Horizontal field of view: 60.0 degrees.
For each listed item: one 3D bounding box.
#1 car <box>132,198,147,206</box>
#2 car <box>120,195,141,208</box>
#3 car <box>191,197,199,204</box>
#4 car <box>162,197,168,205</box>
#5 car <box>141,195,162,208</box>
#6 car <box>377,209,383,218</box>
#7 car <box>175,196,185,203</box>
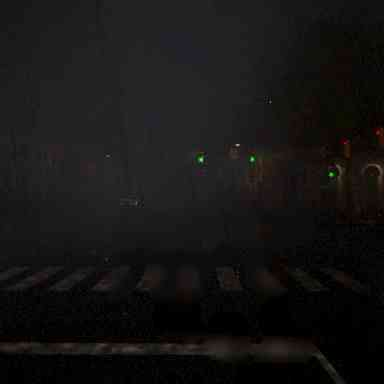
[{"bbox_3d":[-10.125,1.945,64.685,2.033,1.411,5.357,0,0,2],"label":"car"},{"bbox_3d":[-10.276,1.557,54.454,2.150,2.045,5.566,0,0,0],"label":"car"},{"bbox_3d":[0.633,1.932,78.198,2.128,1.511,4.902,0,0,1],"label":"car"},{"bbox_3d":[-6.595,1.898,65.995,2.128,1.511,4.902,0,0,1],"label":"car"},{"bbox_3d":[-6.771,1.565,55.871,2.150,2.045,5.566,0,0,-1],"label":"car"},{"bbox_3d":[18.563,1.705,28.792,4.674,1.442,1.812,0,0,1],"label":"car"},{"bbox_3d":[-2.867,1.761,78.225,2.097,1.767,4.553,0,0,1],"label":"car"}]
